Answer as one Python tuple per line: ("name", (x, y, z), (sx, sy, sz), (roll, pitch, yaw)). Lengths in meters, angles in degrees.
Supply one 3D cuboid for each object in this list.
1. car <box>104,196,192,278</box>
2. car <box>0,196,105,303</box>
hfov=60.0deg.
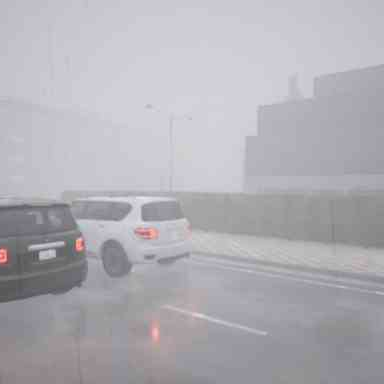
("car", (-2.602, 1.123, 10.115), (5.566, 2.045, 2.150), (1, 1, 36))
("car", (-4.626, 1.123, 7.260), (5.566, 2.045, 2.150), (1, 1, 36))
